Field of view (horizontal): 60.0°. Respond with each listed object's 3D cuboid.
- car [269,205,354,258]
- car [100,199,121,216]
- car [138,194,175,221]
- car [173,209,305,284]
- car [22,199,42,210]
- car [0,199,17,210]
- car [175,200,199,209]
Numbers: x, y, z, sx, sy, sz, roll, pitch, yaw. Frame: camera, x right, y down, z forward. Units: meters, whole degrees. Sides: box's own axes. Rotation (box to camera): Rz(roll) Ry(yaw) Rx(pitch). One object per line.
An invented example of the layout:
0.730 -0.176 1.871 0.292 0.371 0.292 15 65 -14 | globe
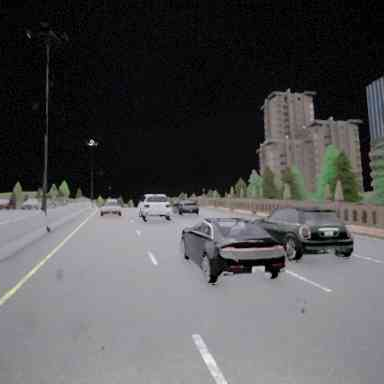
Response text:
3.850 1.337 12.592 2.097 1.767 4.553 0 0 -13 | car
-7.820 1.596 32.208 1.895 1.301 4.718 0 0 -13 | car
-3.168 1.213 27.572 2.150 2.045 5.566 0 0 -13 | car
0.921 1.486 9.705 2.128 1.511 4.902 0 0 -13 | car
-21.682 1.685 45.252 1.812 1.442 4.674 0 -2 -13 | car
-25.171 1.710 44.822 1.812 1.442 4.674 0 -2 -13 | car
-0.646 1.473 32.244 2.128 1.511 4.902 0 0 -13 | car
